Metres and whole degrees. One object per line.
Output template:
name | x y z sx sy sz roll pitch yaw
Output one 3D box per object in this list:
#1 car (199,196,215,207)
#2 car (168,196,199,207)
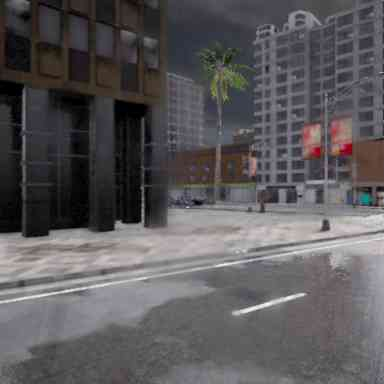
car | 1.207 1.372 49.086 5.008 1.535 1.882 0 0 42
car | -1.720 1.418 47.357 4.674 1.442 1.812 0 0 43
